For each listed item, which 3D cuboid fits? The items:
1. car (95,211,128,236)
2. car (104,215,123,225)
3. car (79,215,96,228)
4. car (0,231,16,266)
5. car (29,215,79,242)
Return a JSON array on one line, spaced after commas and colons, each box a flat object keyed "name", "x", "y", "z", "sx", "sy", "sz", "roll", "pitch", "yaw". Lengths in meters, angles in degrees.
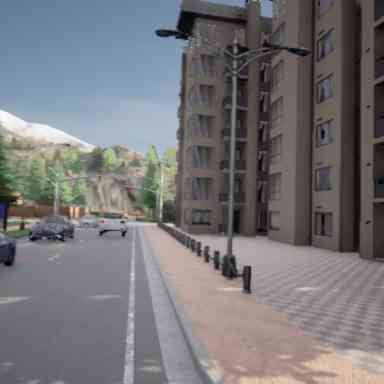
[{"name": "car", "x": -6.931, "y": 2.757, "z": 29.625, "sx": 2.150, "sy": 2.045, "sz": 5.566, "roll": 3, "pitch": -4, "yaw": -10}, {"name": "car", "x": -11.851, "y": 4.177, "z": 50.022, "sx": 1.895, "sy": 1.301, "sz": 4.718, "roll": 4, "pitch": -4, "yaw": -25}, {"name": "car", "x": -12.185, "y": 3.493, "z": 39.398, "sx": 1.812, "sy": 1.442, "sz": 4.674, "roll": 3, "pitch": -3, "yaw": -10}, {"name": "car", "x": -7.365, "y": 1.937, "z": 11.049, "sx": 1.812, "sy": 1.442, "sz": 4.674, "roll": 3, "pitch": -3, "yaw": -10}, {"name": "car", "x": -9.358, "y": 2.379, "z": 22.545, "sx": 2.097, "sy": 1.767, "sz": 4.553, "roll": 3, "pitch": -4, "yaw": -10}]
